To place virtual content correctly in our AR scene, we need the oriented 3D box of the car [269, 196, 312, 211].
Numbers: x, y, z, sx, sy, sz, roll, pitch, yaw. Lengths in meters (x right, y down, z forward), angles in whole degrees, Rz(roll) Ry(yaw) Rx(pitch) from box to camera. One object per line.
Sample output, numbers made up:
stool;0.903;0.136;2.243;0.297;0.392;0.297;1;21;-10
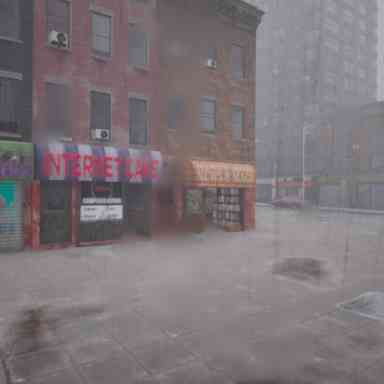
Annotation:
car;10.372;1.146;35.207;1.812;1.442;4.674;1;1;-35
